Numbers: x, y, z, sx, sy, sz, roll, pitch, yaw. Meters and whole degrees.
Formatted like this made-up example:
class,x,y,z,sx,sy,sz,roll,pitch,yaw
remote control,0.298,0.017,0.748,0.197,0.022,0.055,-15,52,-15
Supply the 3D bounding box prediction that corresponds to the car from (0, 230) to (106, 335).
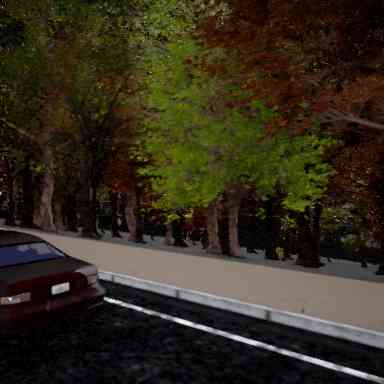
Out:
class,x,y,z,sx,sy,sz,roll,pitch,yaw
car,-4.021,1.479,6.514,5.357,1.411,2.033,1,0,36
